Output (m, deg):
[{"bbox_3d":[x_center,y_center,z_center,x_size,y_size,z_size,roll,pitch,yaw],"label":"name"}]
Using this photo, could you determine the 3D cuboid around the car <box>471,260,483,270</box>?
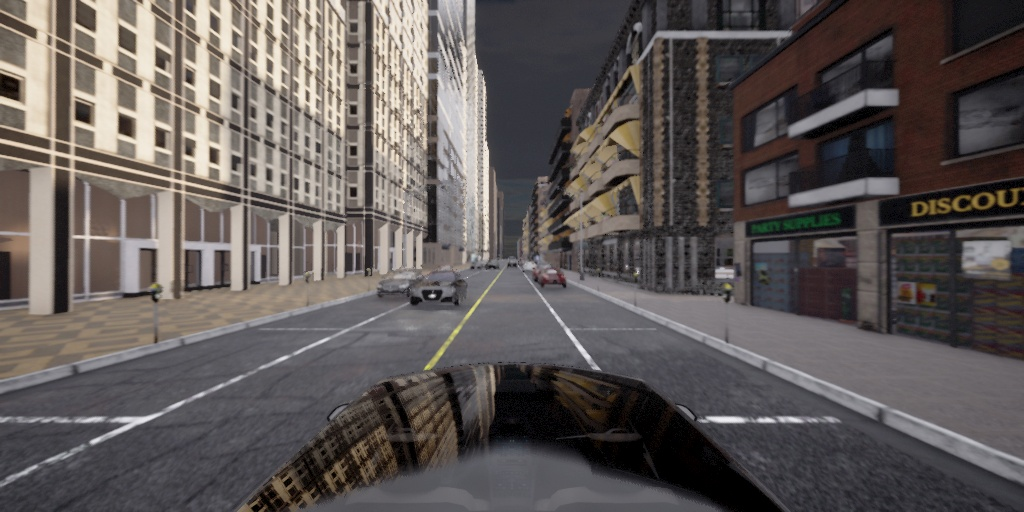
[{"bbox_3d":[-5.683,1.546,58.459,1.948,1.339,4.313,0,0,0],"label":"car"}]

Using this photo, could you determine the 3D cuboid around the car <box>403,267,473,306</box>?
[{"bbox_3d":[-3.098,1.368,15.913,1.994,1.385,4.181,0,0,0],"label":"car"}]

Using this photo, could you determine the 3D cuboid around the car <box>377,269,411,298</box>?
[{"bbox_3d":[-5.687,1.366,18.920,2.007,1.370,4.403,0,0,0],"label":"car"}]

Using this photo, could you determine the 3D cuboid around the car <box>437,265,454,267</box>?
[{"bbox_3d":[-5.686,1.406,30.217,1.888,1.381,4.507,0,0,0],"label":"car"}]

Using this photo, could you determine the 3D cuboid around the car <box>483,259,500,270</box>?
[{"bbox_3d":[-3.046,1.327,57.200,2.097,1.767,4.553,0,0,0],"label":"car"}]

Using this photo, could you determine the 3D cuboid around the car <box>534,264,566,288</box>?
[{"bbox_3d":[2.694,1.420,24.568,1.802,1.307,4.207,0,0,0],"label":"car"}]

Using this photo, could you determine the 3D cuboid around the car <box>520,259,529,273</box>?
[{"bbox_3d":[2.358,1.460,47.875,1.812,1.442,4.674,0,0,0],"label":"car"}]

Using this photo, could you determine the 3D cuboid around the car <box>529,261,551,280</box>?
[{"bbox_3d":[2.694,1.301,30.216,1.967,1.591,4.097,0,0,0],"label":"car"}]
